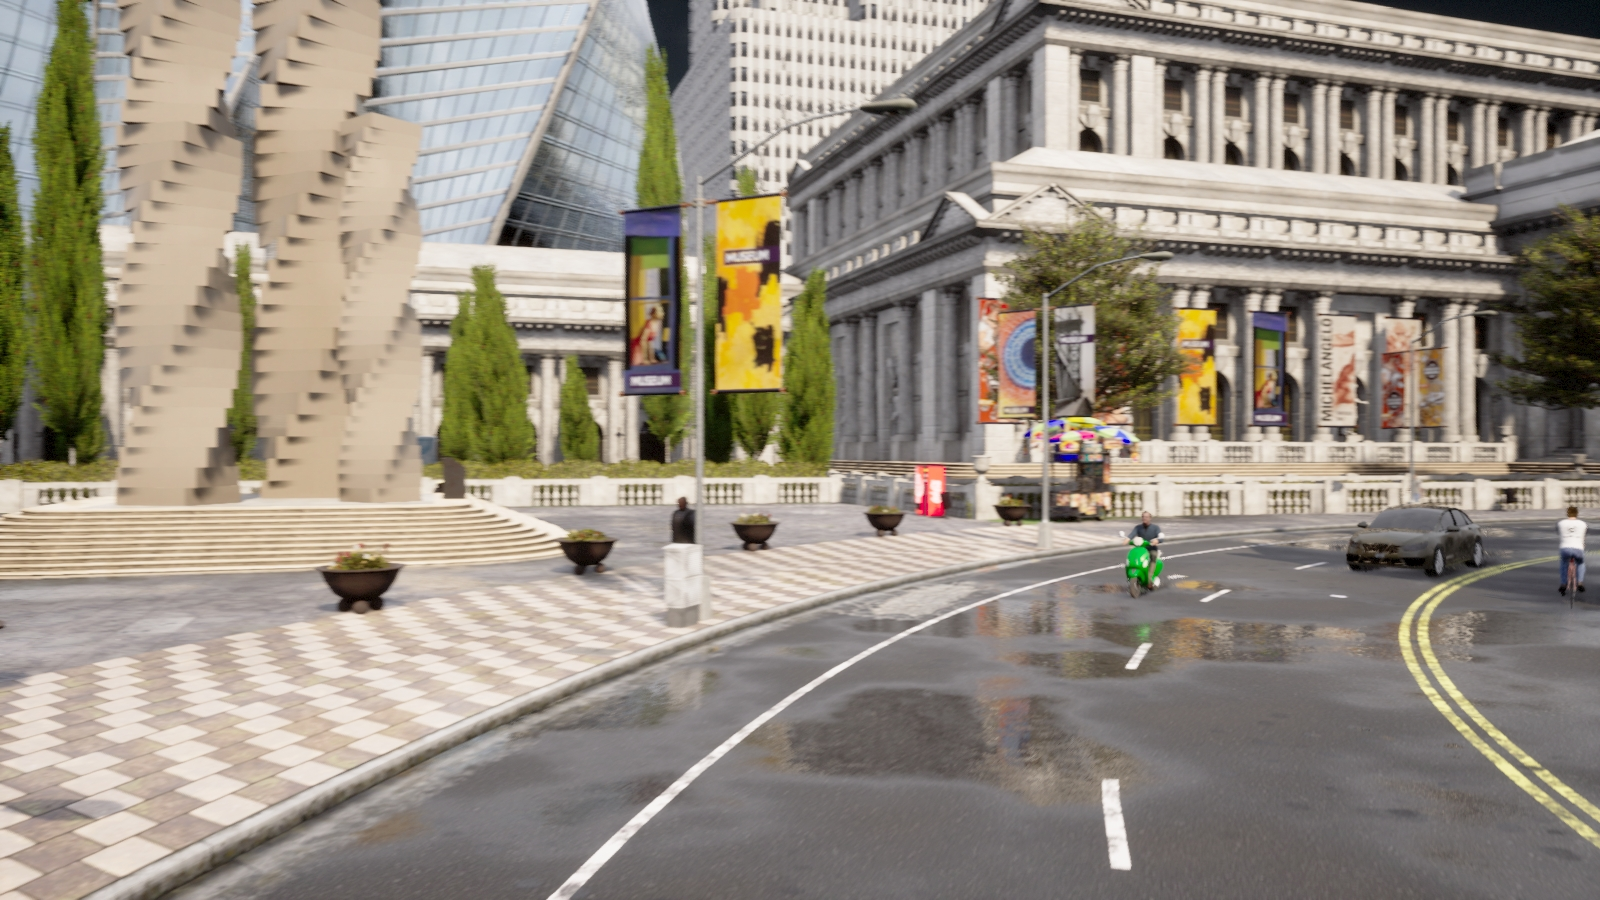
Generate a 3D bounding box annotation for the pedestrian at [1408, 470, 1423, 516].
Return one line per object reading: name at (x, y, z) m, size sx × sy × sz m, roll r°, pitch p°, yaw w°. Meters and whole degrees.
pedestrian at (24.832, 1.732, 46.088) m, size 0.375 × 1.860 × 0.375 m, roll 0°, pitch 0°, yaw -32°

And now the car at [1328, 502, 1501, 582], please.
car at (14.559, 2.082, 26.947) m, size 4.892 × 1.480 × 2.231 m, roll 0°, pitch 0°, yaw -44°

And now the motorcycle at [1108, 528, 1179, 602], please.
motorcycle at (6.674, 2.192, 22.165) m, size 0.856 × 1.236 × 1.805 m, roll 0°, pitch 0°, yaw 32°

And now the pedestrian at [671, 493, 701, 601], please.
pedestrian at (-2.015, 1.695, 20.169) m, size 0.375 × 1.860 × 0.375 m, roll 0°, pitch 0°, yaw 27°
